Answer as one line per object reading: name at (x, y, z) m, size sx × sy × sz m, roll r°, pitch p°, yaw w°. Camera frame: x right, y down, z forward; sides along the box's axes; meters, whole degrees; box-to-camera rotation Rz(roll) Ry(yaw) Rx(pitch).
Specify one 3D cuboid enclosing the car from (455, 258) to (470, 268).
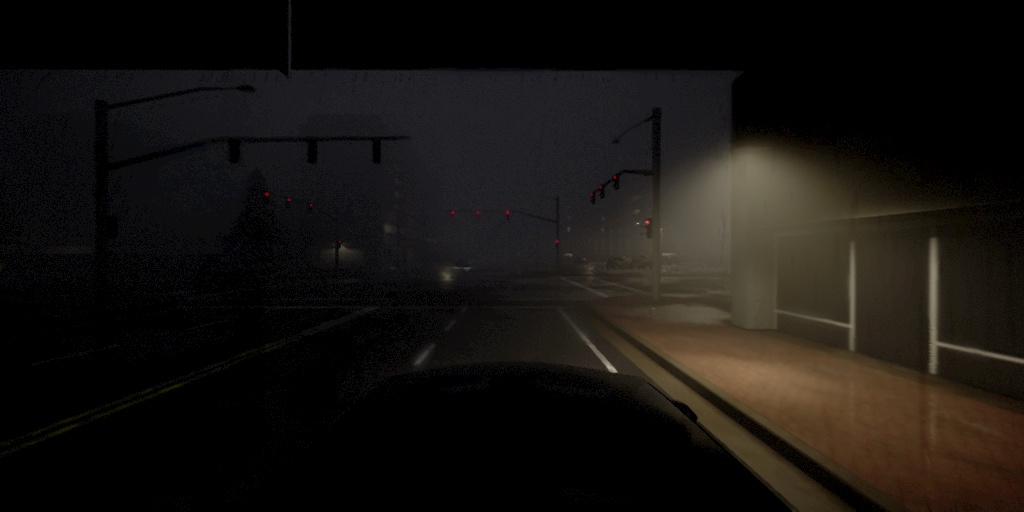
car at (-8.004, 1.096, 58.260) m, size 1.882 × 1.535 × 5.008 m, roll 0°, pitch 1°, yaw 0°
